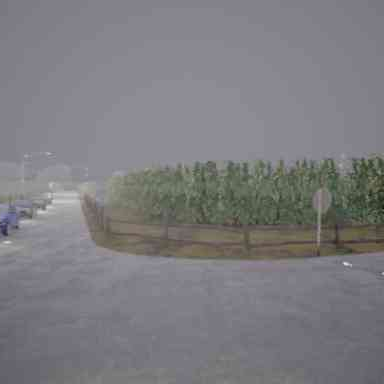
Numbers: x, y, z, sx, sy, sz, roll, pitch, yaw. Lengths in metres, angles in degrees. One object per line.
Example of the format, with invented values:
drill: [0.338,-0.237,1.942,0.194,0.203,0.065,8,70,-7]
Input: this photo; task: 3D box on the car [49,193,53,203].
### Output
car: [-20.131,0.870,45.515,2.128,1.511,4.902,2,1,-19]

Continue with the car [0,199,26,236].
car: [-10.298,1.344,17.439,1.882,1.535,5.008,2,0,-19]

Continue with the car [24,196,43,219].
car: [-13.610,1.311,26.882,2.033,1.411,5.357,2,0,-19]

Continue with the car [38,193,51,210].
car: [-16.706,1.162,35.725,1.994,1.385,4.181,2,1,-19]
